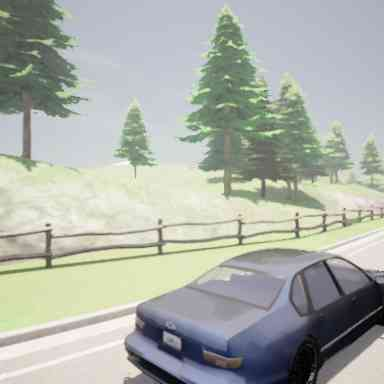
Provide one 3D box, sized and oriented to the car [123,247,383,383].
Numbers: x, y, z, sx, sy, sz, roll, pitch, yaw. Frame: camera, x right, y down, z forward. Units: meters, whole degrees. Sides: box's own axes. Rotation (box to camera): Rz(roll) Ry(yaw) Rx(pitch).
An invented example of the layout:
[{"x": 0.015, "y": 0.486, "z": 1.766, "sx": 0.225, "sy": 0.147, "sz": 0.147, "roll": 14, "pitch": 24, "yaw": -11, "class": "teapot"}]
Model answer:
[{"x": 1.600, "y": 1.620, "z": 5.242, "sx": 5.357, "sy": 1.411, "sz": 2.033, "roll": 0, "pitch": -1, "yaw": -44, "class": "car"}]
